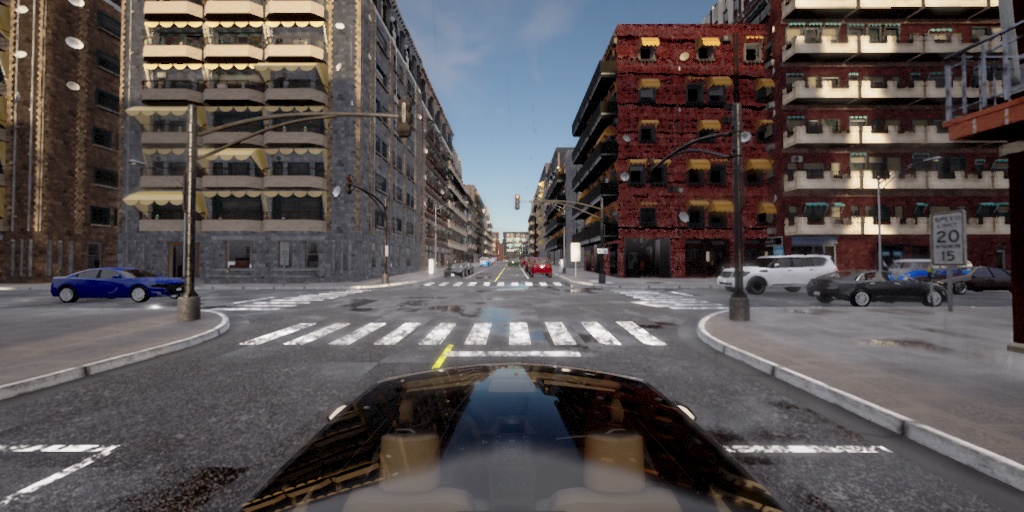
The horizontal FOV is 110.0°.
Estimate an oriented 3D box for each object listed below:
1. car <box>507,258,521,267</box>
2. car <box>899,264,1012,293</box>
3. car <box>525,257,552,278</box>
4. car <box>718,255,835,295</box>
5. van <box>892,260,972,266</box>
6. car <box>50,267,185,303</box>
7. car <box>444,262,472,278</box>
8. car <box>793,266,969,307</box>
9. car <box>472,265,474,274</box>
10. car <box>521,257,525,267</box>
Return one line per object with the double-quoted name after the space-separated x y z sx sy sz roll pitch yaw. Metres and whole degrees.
0.233 1.148 64.446 2.097 1.767 4.553 0 0 0 "car"
24.318 1.263 18.989 5.357 1.411 2.033 0 -1 0 "car"
2.637 1.061 33.928 2.192 1.841 5.009 0 0 0 "car"
14.066 0.961 19.045 5.566 2.045 2.150 0 -1 0 "car"
24.946 1.106 21.438 3.998 1.789 1.690 0 0 0 "van"
-17.582 1.247 16.241 5.008 1.535 1.882 0 -1 0 "car"
-5.244 1.312 33.900 1.948 1.339 4.313 0 0 0 "car"
13.771 1.180 13.610 4.403 1.370 2.007 0 0 0 "car"
-5.232 1.313 39.461 1.948 1.339 4.313 0 0 0 "car"
2.661 1.065 45.051 2.192 1.841 5.009 0 0 0 "car"
